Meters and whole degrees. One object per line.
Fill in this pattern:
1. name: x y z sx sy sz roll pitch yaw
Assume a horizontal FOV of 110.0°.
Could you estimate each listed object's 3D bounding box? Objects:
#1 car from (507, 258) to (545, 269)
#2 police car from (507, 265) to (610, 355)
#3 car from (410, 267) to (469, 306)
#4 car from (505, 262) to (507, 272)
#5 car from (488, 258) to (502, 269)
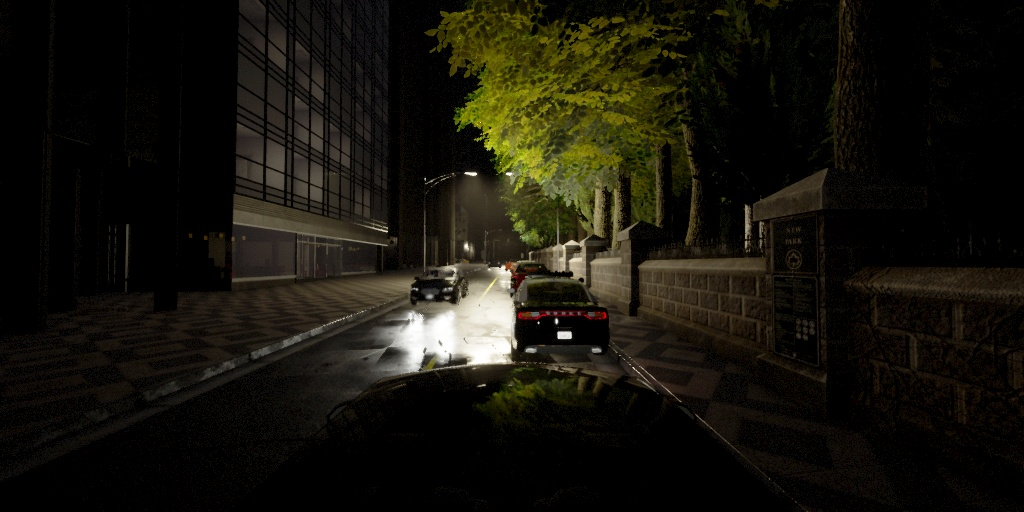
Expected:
1. car: 0.958 1.106 18.680 2.097 1.767 4.553 0 0 0
2. police car: 0.924 1.177 8.817 1.930 1.638 5.238 0 0 0
3. car: -3.051 1.245 15.766 2.128 1.511 4.902 0 0 0
4. car: 0.207 1.129 47.423 2.097 1.767 4.553 0 0 1
5. car: -2.801 1.143 58.303 2.097 1.767 4.553 0 0 0
